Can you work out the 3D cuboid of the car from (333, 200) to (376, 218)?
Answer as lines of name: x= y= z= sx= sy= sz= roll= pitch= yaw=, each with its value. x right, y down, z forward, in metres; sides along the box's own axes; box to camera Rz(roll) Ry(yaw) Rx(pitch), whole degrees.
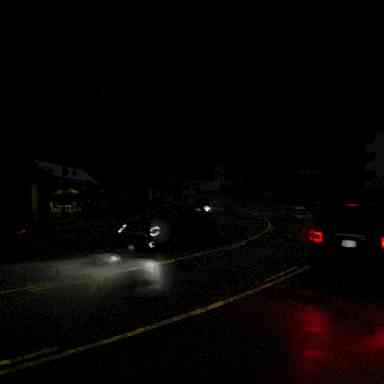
car: x=14.993 y=1.504 z=30.977 sx=1.837 sy=1.490 sz=4.892 roll=0 pitch=0 yaw=4

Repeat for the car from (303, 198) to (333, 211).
car: x=15.496 y=1.492 z=41.176 sx=2.128 sy=1.511 sz=4.902 roll=0 pitch=0 yaw=2

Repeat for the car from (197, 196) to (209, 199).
car: x=1.729 y=1.358 z=51.564 sx=1.994 sy=1.385 sz=4.181 roll=0 pitch=0 yaw=1

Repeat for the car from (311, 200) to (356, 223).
car: x=11.281 y=1.477 z=26.867 sx=1.882 sy=1.535 sz=5.008 roll=0 pitch=0 yaw=5

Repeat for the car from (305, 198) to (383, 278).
car: x=5.083 y=1.221 z=9.399 sx=2.150 sy=2.045 sz=5.566 roll=0 pitch=0 yaw=38

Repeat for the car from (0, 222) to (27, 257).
car: x=-7.982 y=1.564 z=11.375 sx=4.181 sy=1.385 sz=1.994 roll=0 pitch=0 yaw=-39

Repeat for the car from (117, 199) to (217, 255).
car: x=-0.871 y=1.352 z=13.468 sx=2.097 sy=1.767 sz=4.553 roll=0 pitch=0 yaw=34
